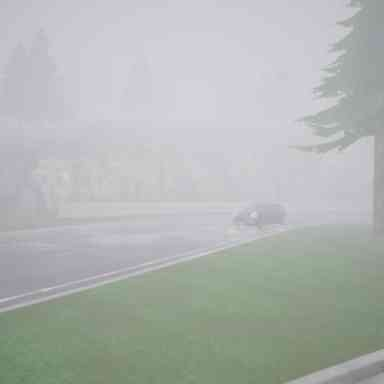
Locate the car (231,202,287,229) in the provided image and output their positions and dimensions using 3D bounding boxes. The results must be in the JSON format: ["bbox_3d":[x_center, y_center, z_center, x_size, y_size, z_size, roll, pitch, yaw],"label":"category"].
[{"bbox_3d":[4.731,1.499,23.096,2.097,1.767,4.553,1,0,44],"label":"car"}]
